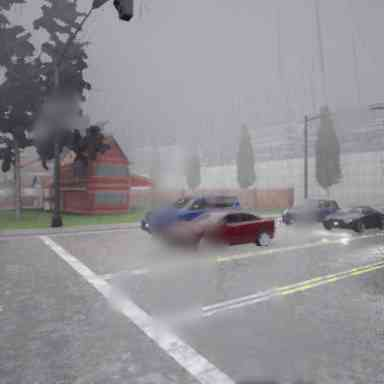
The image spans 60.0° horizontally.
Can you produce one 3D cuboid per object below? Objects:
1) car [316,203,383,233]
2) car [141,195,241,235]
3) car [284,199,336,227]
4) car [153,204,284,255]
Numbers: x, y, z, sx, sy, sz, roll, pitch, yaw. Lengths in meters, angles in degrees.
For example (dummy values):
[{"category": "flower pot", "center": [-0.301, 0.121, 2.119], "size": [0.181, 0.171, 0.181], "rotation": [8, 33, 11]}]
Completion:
[{"category": "car", "center": [9.465, 1.516, 19.269], "size": [4.181, 1.385, 1.994], "rotation": [0, 0, -35]}, {"category": "car", "center": [0.216, 1.198, 16.950], "size": [5.566, 2.045, 2.150], "rotation": [0, 0, -35]}, {"category": "car", "center": [8.261, 1.302, 22.690], "size": [4.553, 1.767, 2.097], "rotation": [0, 0, -35]}, {"category": "car", "center": [1.193, 1.456, 13.369], "size": [5.008, 1.535, 1.882], "rotation": [0, 0, -35]}]
